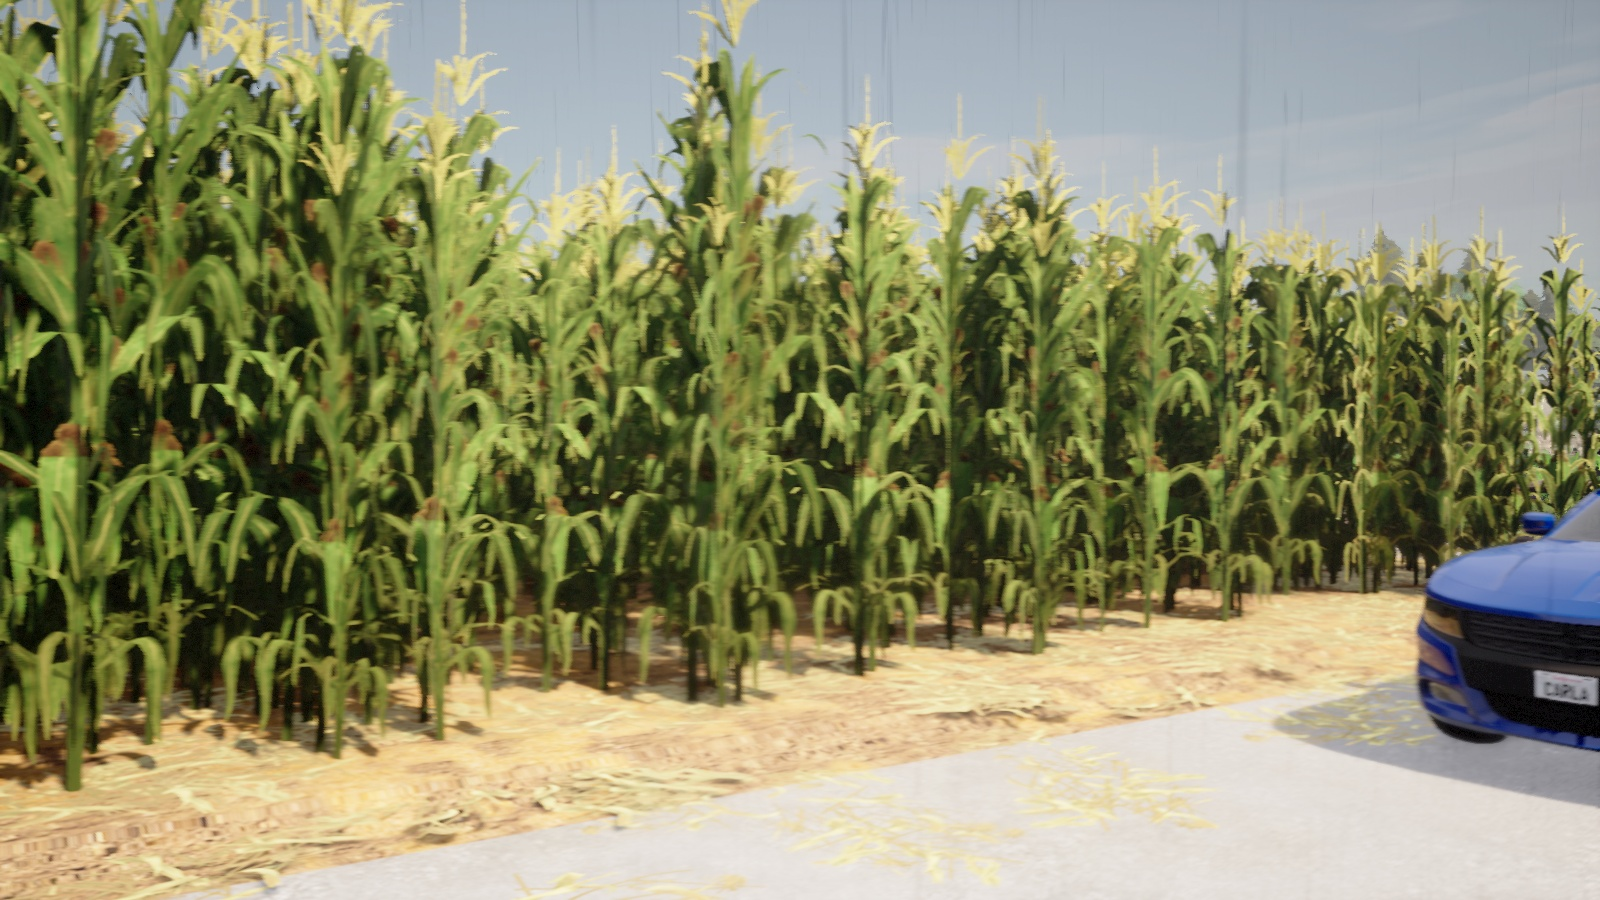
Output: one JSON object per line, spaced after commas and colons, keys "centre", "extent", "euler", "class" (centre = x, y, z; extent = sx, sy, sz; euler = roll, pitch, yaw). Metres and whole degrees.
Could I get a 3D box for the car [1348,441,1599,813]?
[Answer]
{"centre": [5.243, 0.728, 6.759], "extent": [5.008, 1.535, 1.882], "euler": [0, 0, -35], "class": "car"}
